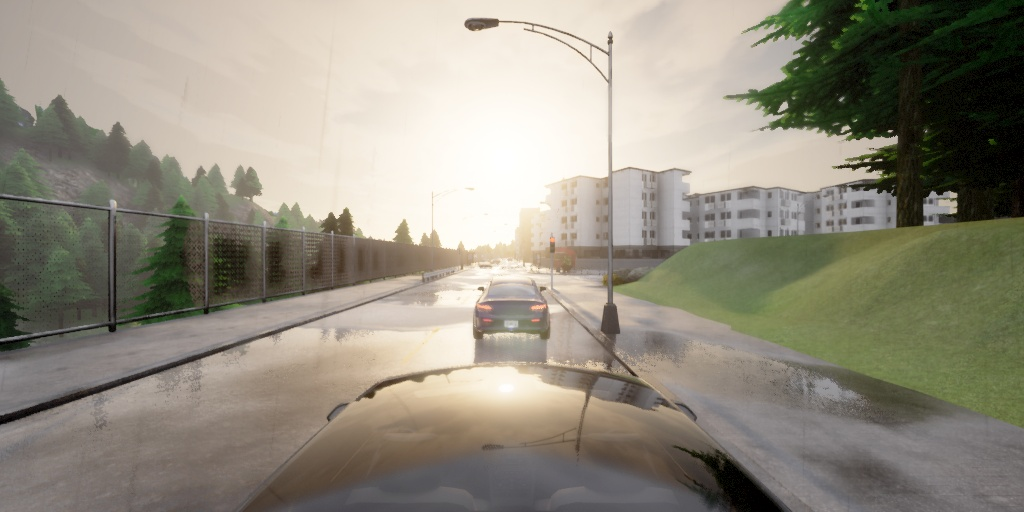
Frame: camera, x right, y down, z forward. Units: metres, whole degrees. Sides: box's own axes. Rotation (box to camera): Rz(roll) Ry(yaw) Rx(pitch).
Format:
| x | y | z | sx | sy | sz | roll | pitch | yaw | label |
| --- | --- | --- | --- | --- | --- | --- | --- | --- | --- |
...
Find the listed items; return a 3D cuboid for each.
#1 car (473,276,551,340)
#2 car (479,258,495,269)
| x | y | z | sx | sy | sz | roll | pitch | yaw | label |
| --- | --- | --- | --- | --- | --- | --- | --- | --- | --- |
| -0.003 | 1.276 | 9.899 | 1.812 | 1.442 | 4.674 | 0 | 0 | 0 | car |
| -4.244 | 1.312 | 57.568 | 2.033 | 1.411 | 5.357 | 0 | 0 | 0 | car |
